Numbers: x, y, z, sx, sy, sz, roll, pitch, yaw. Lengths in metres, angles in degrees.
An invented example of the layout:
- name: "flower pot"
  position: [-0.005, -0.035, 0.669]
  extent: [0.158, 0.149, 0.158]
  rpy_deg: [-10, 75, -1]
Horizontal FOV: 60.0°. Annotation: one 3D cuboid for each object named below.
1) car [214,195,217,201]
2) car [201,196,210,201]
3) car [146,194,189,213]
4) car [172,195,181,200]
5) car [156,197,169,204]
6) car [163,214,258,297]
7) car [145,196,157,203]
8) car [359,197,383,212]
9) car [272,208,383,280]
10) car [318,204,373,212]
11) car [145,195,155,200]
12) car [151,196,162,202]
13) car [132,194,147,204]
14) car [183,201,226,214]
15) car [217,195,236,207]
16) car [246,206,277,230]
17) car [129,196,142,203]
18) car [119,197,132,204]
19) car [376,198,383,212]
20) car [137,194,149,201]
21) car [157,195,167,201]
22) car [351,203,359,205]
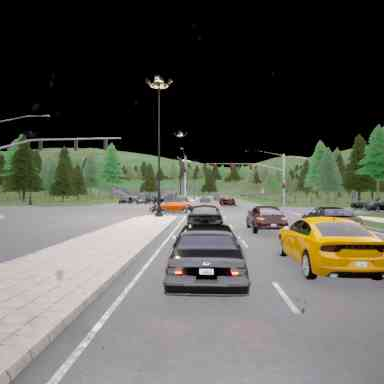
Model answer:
- name: "car"
  position: [6.956, 1.552, 88.045]
  extent: [1.994, 1.385, 4.181]
  rpy_deg: [0, 0, 3]
- name: "car"
  position: [2.757, 1.563, 67.810]
  extent: [1.994, 1.385, 4.181]
  rpy_deg: [0, 0, 2]
- name: "car"
  position: [-2.171, 1.352, 35.093]
  extent: [4.553, 1.767, 2.097]
  rpy_deg: [0, 0, -1]
- name: "car"
  position: [-4.341, 1.533, 93.011]
  extent: [2.033, 1.411, 5.357]
  rpy_deg: [0, 0, 3]
- name: "car"
  position: [-5.580, 1.600, 63.382]
  extent: [1.895, 1.301, 4.718]
  rpy_deg: [0, 0, 3]
- name: "car"
  position: [0.379, 1.547, 8.766]
  extent: [2.033, 1.411, 5.357]
  rpy_deg: [0, 0, 2]
- name: "car"
  position: [-8.728, 1.552, 71.123]
  extent: [1.994, 1.385, 4.181]
  rpy_deg: [0, 0, 2]
- name: "car"
  position: [22.318, 1.352, 38.342]
  extent: [4.553, 1.767, 2.097]
  rpy_deg: [0, 0, 3]
- name: "car"
  position: [3.934, 1.478, 9.973]
  extent: [1.882, 1.535, 5.008]
  rpy_deg: [0, 0, 3]
- name: "car"
  position: [7.749, 1.547, 18.808]
  extent: [2.033, 1.411, 5.357]
  rpy_deg: [0, 0, 3]
- name: "car"
  position: [-11.433, 1.539, 91.125]
  extent: [2.033, 1.411, 5.357]
  rpy_deg: [0, 0, 2]
- name: "car"
  position: [-8.406, 1.552, 79.235]
  extent: [1.994, 1.385, 4.181]
  rpy_deg: [0, 0, 2]
- name: "car"
  position: [-9.140, 1.491, 62.272]
  extent: [2.128, 1.511, 4.902]
  rpy_deg: [0, 0, 3]
- name: "car"
  position: [0.729, 1.478, 18.586]
  extent: [1.882, 1.535, 5.008]
  rpy_deg: [0, 0, 3]
- name: "car"
  position: [5.620, 1.477, 52.372]
  extent: [1.882, 1.535, 5.008]
  rpy_deg: [-1, 0, -4]
- name: "car"
  position: [4.263, 1.526, 19.192]
  extent: [1.812, 1.442, 4.674]
  rpy_deg: [0, 0, 3]
- name: "car"
  position: [-12.195, 1.524, 72.034]
  extent: [1.812, 1.442, 4.674]
  rpy_deg: [0, 0, 2]
- name: "car"
  position: [-12.578, 1.564, 63.414]
  extent: [1.994, 1.385, 4.181]
  rpy_deg: [0, 0, 3]
- name: "car"
  position: [22.422, 1.601, 34.829]
  extent: [4.718, 1.301, 1.895]
  rpy_deg: [0, 0, 3]
- name: "car"
  position: [-11.843, 1.355, 80.891]
  extent: [2.097, 1.767, 4.553]
  rpy_deg: [0, 0, 2]
- name: "car"
  position: [-8.002, 1.524, 89.361]
  extent: [2.128, 1.511, 4.902]
  rpy_deg: [0, 0, 2]
- name: "car"
  position: [22.540, 1.600, 41.835]
  extent: [4.718, 1.301, 1.895]
  rpy_deg: [0, 0, 3]
